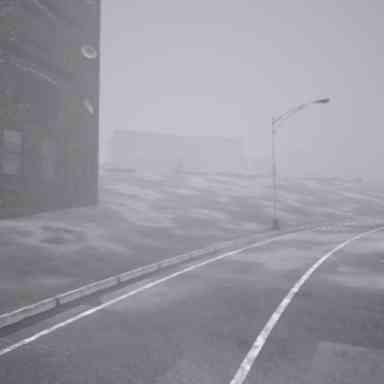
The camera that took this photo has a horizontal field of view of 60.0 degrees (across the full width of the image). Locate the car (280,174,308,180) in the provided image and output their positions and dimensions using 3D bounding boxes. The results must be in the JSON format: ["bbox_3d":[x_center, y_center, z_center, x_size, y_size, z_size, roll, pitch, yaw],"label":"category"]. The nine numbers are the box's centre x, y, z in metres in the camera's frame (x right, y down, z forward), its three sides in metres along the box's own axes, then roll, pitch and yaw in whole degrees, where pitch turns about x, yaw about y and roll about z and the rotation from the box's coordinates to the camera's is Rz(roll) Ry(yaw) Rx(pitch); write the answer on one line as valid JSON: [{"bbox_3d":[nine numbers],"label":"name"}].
[{"bbox_3d":[15.898,-2.238,54.702,5.008,1.535,2.097,1,-5,-25],"label":"car"}]

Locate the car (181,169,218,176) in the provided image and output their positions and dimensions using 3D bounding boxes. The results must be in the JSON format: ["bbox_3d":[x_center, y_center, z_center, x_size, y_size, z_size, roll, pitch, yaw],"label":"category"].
[{"bbox_3d":[0.738,-2.564,47.911,4.892,1.521,2.231,1,-4,-23],"label":"car"}]

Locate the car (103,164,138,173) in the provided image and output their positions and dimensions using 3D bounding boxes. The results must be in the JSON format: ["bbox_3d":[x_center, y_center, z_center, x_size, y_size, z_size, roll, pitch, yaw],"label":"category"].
[{"bbox_3d":[-9.339,-2.838,43.656,4.553,1.767,2.185,1,-4,-23],"label":"car"}]

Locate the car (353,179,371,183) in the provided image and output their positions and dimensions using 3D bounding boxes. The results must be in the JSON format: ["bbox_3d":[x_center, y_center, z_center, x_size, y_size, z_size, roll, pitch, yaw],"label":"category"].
[{"bbox_3d":[30.729,-1.764,62.513,4.674,1.452,2.002,2,-5,-29],"label":"car"}]

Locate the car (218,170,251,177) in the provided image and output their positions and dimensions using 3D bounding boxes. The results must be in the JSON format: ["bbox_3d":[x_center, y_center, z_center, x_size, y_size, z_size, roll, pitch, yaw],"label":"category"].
[{"bbox_3d":[5.818,-2.477,50.069,4.892,1.521,2.231,1,-4,-23],"label":"car"}]

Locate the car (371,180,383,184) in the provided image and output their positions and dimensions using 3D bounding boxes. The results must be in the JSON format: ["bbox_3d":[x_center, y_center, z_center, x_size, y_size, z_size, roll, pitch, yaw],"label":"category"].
[{"bbox_3d":[35.413,-1.646,65.241,4.892,1.521,2.231,2,-5,-30],"label":"car"}]

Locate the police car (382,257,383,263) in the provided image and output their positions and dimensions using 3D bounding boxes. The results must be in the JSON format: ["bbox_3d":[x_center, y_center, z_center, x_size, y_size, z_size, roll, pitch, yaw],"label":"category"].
[{"bbox_3d":[3.821,1.347,4.488,1.930,1.638,5.238,-2,-1,26],"label":"police car"}]

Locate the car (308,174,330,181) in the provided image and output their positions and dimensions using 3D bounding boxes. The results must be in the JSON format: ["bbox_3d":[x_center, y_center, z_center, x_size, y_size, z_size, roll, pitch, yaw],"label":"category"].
[{"bbox_3d":[20.838,-2.229,57.177,4.553,1.767,2.185,2,-5,-26],"label":"car"}]

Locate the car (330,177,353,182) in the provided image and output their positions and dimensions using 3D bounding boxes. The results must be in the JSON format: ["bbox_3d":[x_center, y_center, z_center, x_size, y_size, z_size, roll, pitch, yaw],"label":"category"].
[{"bbox_3d":[25.902,-1.925,59.843,4.792,1.488,2.163,2,-5,-28],"label":"car"}]

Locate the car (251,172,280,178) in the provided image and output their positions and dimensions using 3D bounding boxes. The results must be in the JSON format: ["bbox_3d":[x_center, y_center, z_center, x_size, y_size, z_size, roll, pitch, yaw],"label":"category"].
[{"bbox_3d":[10.883,-2.324,52.329,4.674,1.452,2.002,1,-5,-24],"label":"car"}]
